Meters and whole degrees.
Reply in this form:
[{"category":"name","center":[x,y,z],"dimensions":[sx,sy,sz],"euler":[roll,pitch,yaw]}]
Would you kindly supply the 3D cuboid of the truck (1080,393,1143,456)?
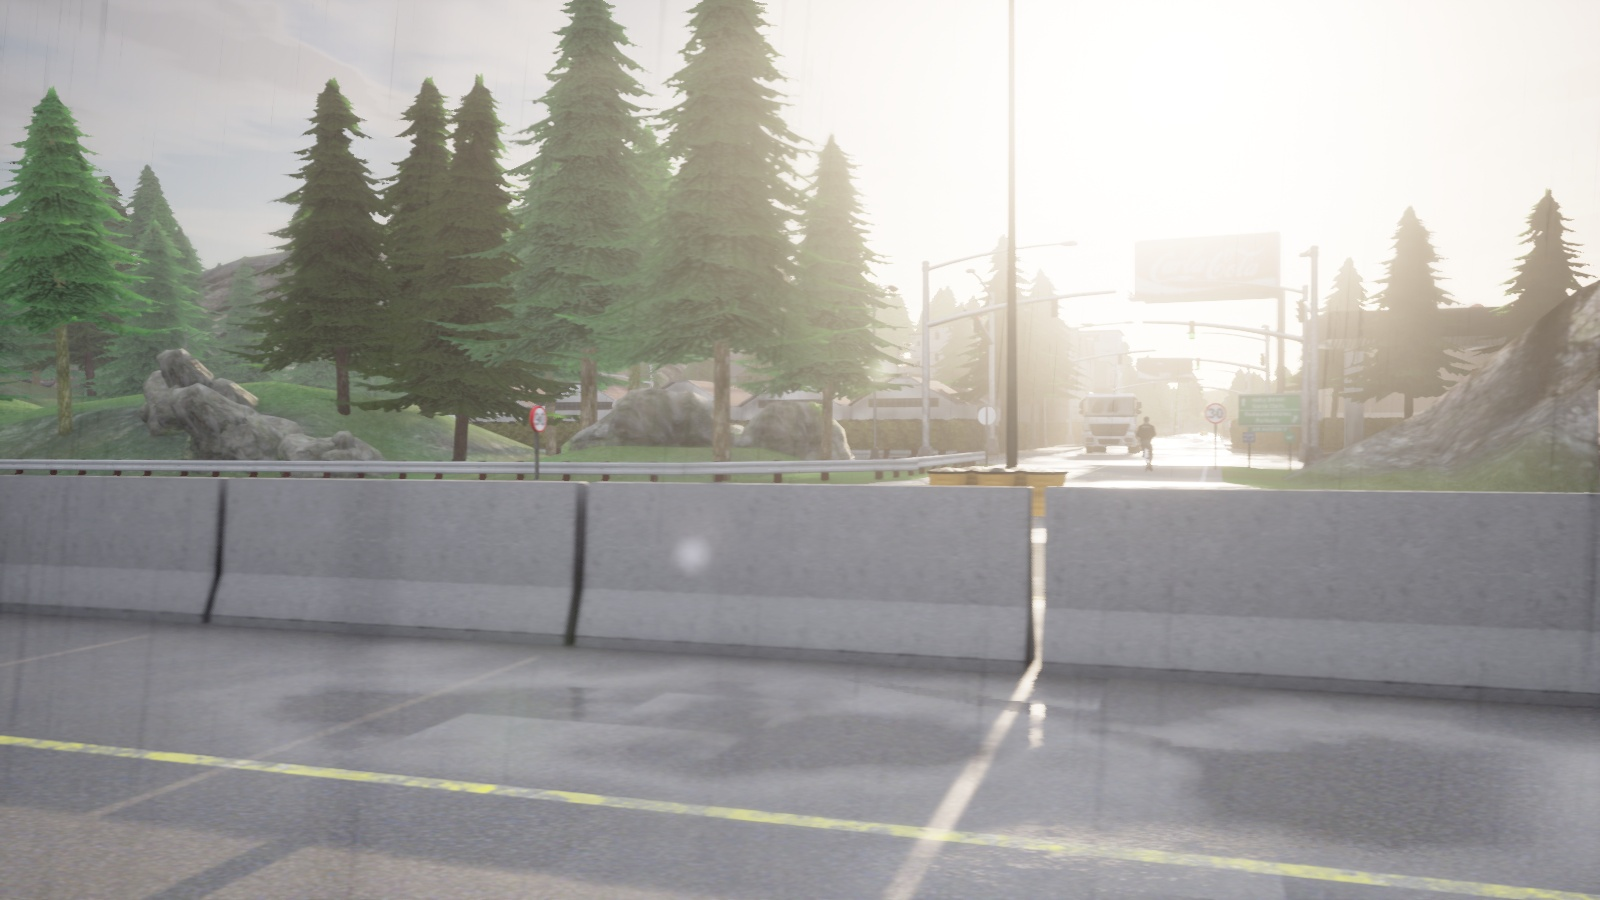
[{"category":"truck","center":[18.121,-1.429,72.632],"dimensions":[2.891,3.462,7.936],"euler":[1,1,18]}]
